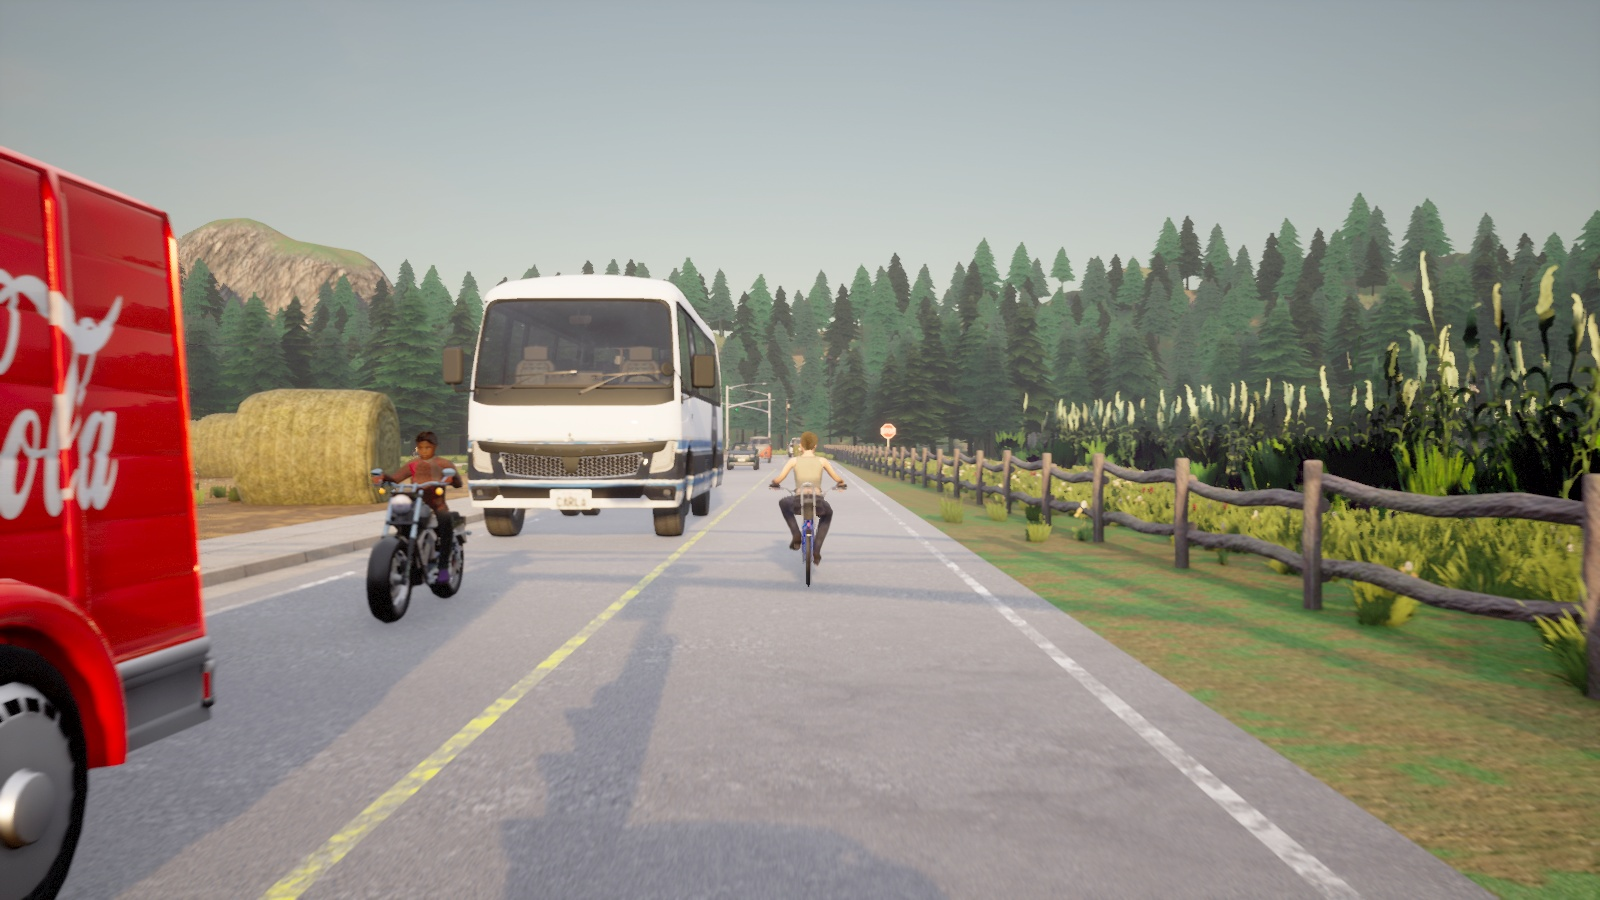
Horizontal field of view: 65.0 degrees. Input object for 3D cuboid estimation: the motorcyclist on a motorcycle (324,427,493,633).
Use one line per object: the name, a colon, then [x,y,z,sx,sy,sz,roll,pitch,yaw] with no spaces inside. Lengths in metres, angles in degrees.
motorcyclist on a motorcycle: [-3.427,0.631,11.246,0.766,1.649,2.350,0,0,0]

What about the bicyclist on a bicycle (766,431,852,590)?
bicyclist on a bicycle: [0.089,0.607,13.489,0.866,1.612,1.509,0,0,0]

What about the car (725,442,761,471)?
car: [-3.117,0.334,69.112,1.789,1.549,3.705,0,0,0]

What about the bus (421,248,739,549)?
bus: [-3.364,-0.762,22.901,3.944,4.253,10.273,0,0,0]

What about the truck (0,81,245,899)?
truck: [-3.478,0.244,2.267,2.627,2.467,5.204,0,0,0]

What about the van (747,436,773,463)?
van: [-2.986,-0.031,93.732,1.775,1.987,4.442,0,0,0]
